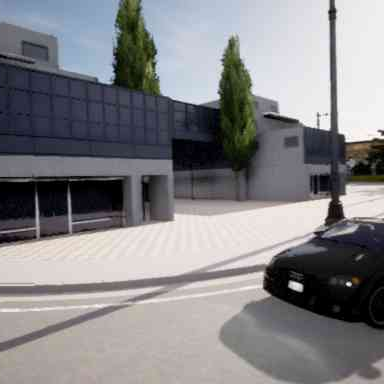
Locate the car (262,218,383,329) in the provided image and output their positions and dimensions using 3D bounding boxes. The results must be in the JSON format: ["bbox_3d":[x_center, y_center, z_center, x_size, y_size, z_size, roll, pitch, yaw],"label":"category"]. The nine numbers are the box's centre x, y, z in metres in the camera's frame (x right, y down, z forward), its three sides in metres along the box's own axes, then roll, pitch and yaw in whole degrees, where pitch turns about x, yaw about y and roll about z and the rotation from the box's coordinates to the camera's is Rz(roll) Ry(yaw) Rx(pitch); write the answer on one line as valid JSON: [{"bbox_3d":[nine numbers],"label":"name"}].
[{"bbox_3d":[3.351,1.216,6.244,4.181,1.385,1.994,-3,2,-30],"label":"car"}]
